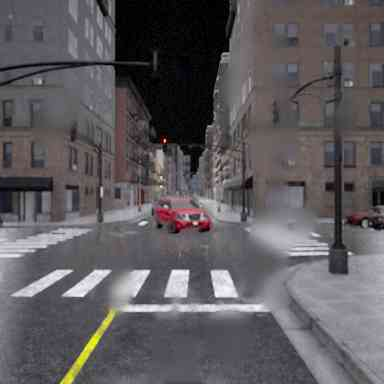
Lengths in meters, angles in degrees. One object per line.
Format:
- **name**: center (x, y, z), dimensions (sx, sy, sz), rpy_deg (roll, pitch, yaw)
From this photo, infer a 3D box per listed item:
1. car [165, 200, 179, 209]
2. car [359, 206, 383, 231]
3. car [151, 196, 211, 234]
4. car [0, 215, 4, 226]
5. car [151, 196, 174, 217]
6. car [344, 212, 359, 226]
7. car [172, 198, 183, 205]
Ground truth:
- **car**: center (-2.997, 1.854, 50.290), dimensions (1.895, 1.301, 4.718), rpy_deg (0, 0, 0)
- **car**: center (12.451, 1.465, 18.579), dimensions (5.008, 1.535, 1.882), rpy_deg (-1, -1, 0)
- **car**: center (-0.785, 1.346, 20.610), dimensions (2.150, 2.045, 5.566), rpy_deg (0, 0, -21)
- **car**: center (-14.594, 1.834, 21.553), dimensions (4.403, 1.369, 2.008), rpy_deg (-1, 0, 0)
- **car**: center (-3.069, 1.415, 35.439), dimensions (2.150, 2.045, 5.566), rpy_deg (0, 0, -2)
- **car**: center (12.168, 1.563, 21.324), dimensions (4.507, 1.381, 1.887), rpy_deg (-1, 0, 0)
- **car**: center (-2.899, 1.894, 67.843), dimensions (1.994, 1.385, 4.181), rpy_deg (0, 0, 0)
